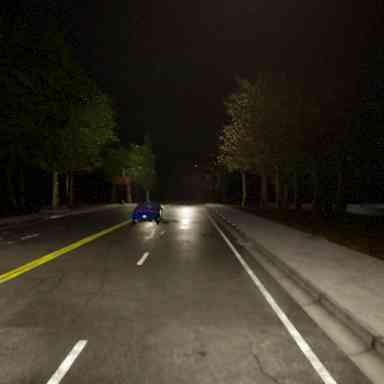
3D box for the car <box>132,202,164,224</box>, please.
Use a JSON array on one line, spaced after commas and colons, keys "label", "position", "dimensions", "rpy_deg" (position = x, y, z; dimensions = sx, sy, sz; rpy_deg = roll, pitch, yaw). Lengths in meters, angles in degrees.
[{"label": "car", "position": [-3.160, 1.491, 24.576], "dimensions": [1.882, 1.535, 5.008], "rpy_deg": [0, 0, 0]}]
